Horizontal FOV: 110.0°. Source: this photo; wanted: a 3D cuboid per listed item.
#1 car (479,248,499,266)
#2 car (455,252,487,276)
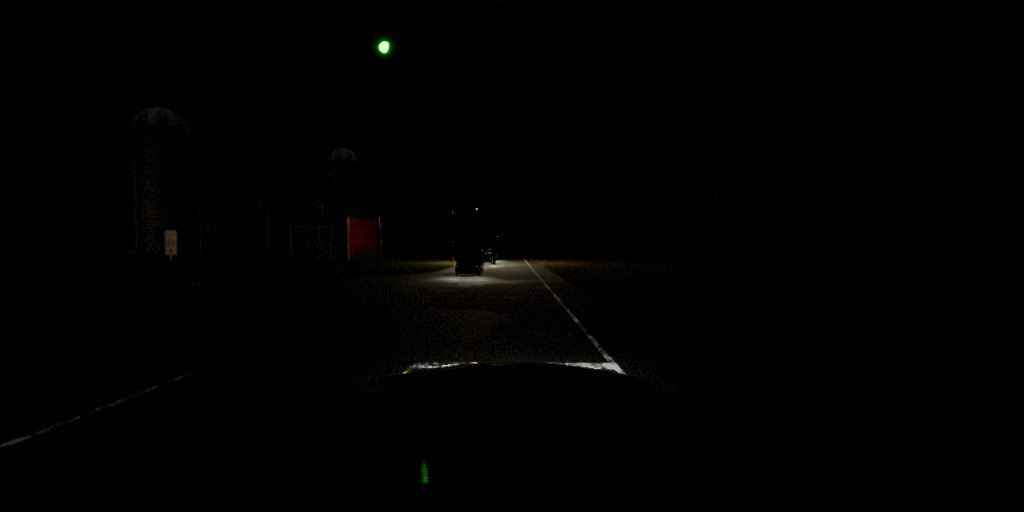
[{"bbox_3d":[-3.171,0.091,44.074,2.150,2.045,5.566,0,1,0],"label":"car"},{"bbox_3d":[-3.292,0.705,28.398,1.882,1.535,5.008,0,1,0],"label":"car"}]
